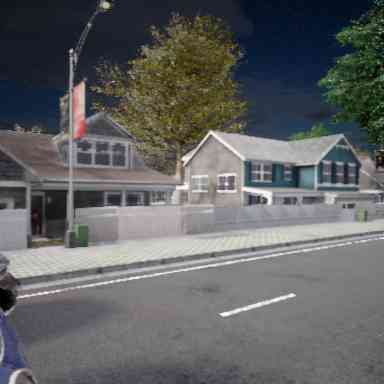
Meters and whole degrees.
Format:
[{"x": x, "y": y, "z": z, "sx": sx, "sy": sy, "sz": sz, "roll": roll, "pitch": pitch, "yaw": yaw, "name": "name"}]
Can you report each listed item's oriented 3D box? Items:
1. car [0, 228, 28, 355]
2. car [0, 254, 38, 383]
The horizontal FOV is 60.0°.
[{"x": -4.944, "y": 1.459, "z": 4.148, "sx": 4.902, "sy": 1.511, "sz": 2.128, "roll": 0, "pitch": 0, "yaw": -36, "name": "car"}, {"x": -3.122, "y": 1.334, "z": 1.452, "sx": 4.553, "sy": 1.767, "sz": 2.097, "roll": 0, "pitch": 0, "yaw": -36, "name": "car"}]
